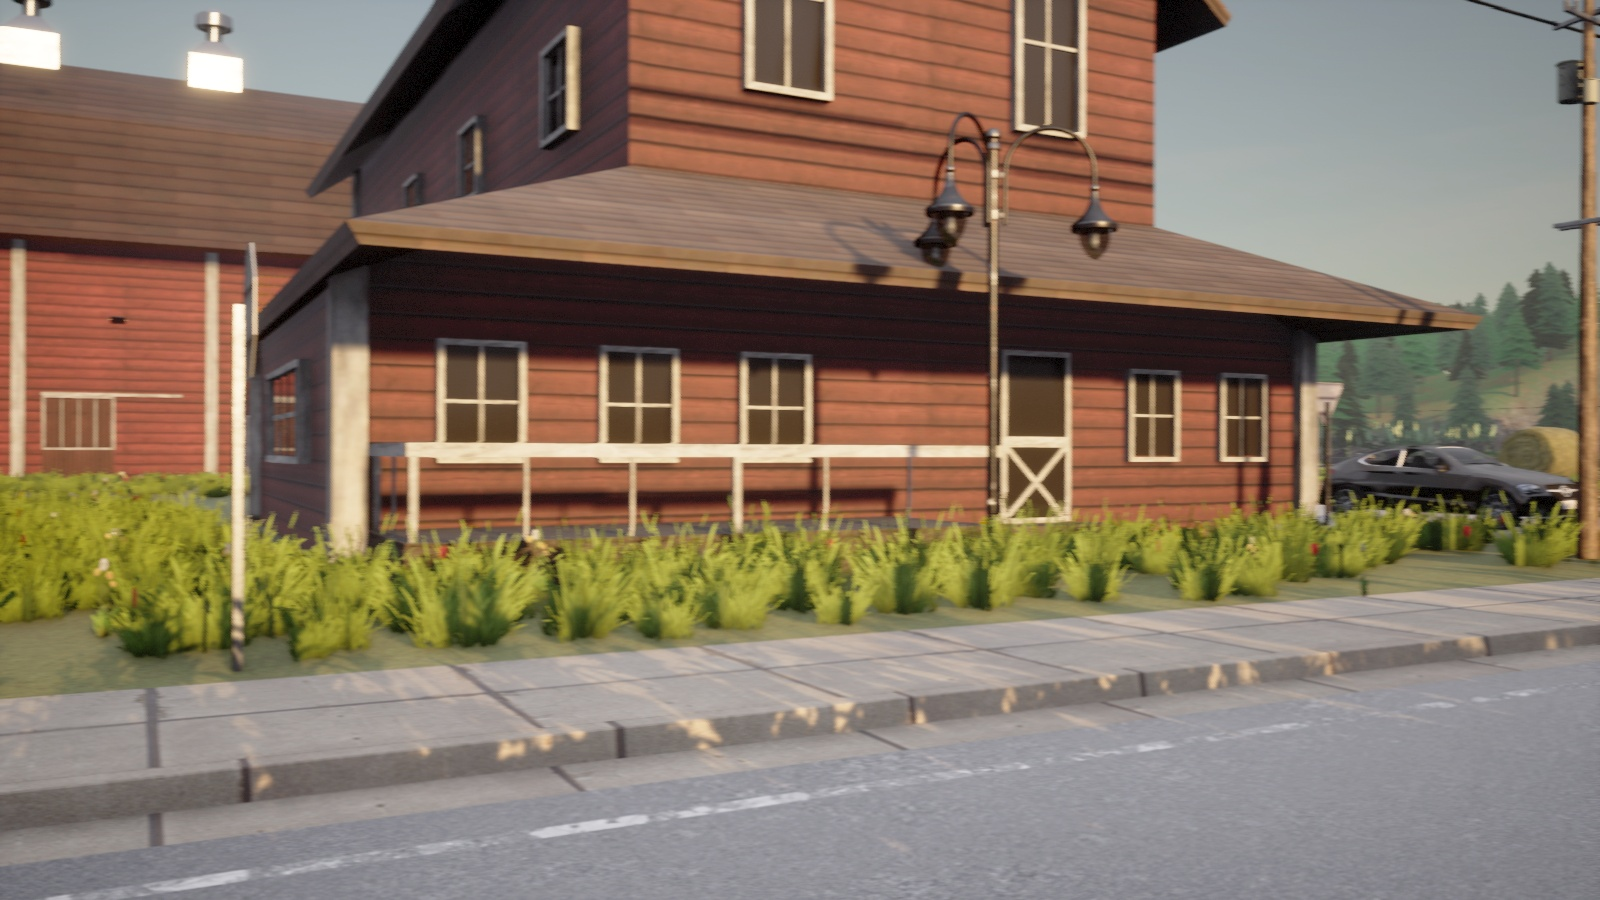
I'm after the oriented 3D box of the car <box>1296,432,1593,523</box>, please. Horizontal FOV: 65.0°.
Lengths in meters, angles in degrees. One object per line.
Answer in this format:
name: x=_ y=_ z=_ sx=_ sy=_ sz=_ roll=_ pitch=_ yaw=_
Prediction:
car: x=12.930 y=0.511 z=25.570 sx=2.152 sy=1.651 sz=5.027 roll=0 pitch=0 yaw=-29
